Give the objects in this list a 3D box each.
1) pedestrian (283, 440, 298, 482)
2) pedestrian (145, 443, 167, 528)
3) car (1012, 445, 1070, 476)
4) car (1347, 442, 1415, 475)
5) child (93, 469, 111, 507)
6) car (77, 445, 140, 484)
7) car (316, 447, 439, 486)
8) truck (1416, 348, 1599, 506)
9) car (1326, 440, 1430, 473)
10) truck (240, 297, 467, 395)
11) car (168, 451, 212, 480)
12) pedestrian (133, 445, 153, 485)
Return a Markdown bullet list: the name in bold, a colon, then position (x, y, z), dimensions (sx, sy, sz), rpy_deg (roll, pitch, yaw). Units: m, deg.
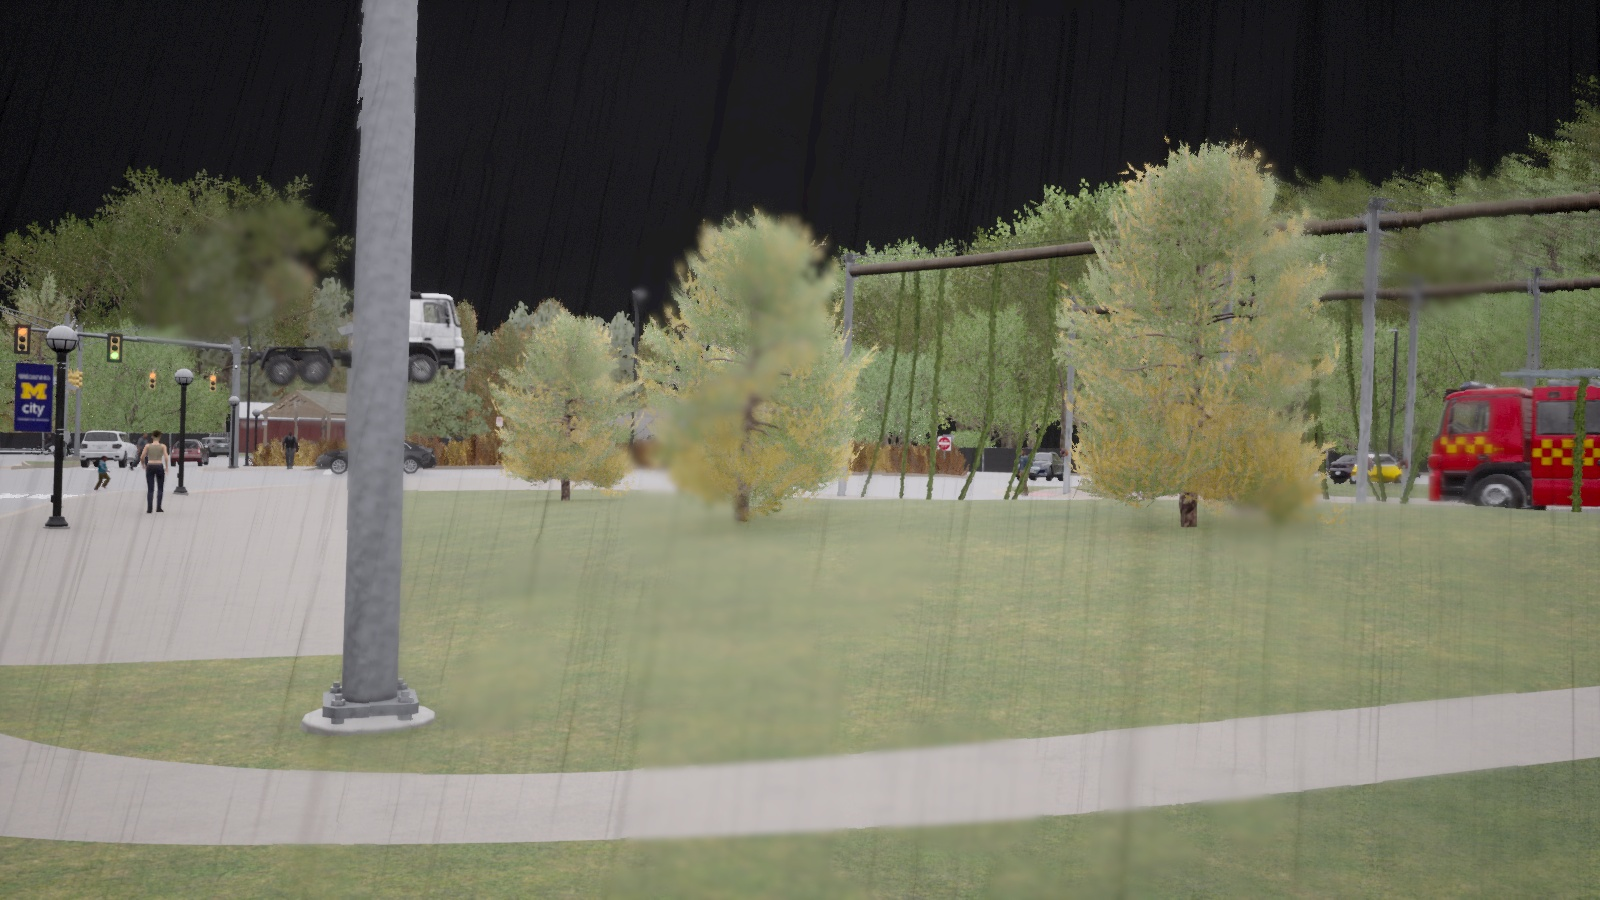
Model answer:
- **pedestrian**: position (-23.614, 0.504, 58.176), dimensions (0.563, 1.883, 0.849), rpy_deg (1, 0, -18)
- **pedestrian**: position (-14.153, 0.769, 27.617), dimensions (0.345, 1.836, 0.594), rpy_deg (1, 0, -20)
- **car**: position (13.353, 0.607, 69.432), dimensions (2.033, 1.649, 4.856), rpy_deg (-1, -1, 25)
- **car**: position (25.136, 0.347, 54.360), dimensions (2.207, 1.376, 1.481), rpy_deg (-1, 0, -9)
- **child**: position (-22.029, 1.190, 39.639), dimensions (0.448, 1.192, 0.343), rpy_deg (1, 0, -18)
- **car**: position (-38.547, 0.798, 70.136), dimensions (2.150, 2.045, 5.566), rpy_deg (-1, 0, -19)
- **car**: position (-18.054, 0.697, 53.746), dimensions (4.892, 1.490, 1.837), rpy_deg (-1, 1, -20)
- **truck**: position (20.427, -0.552, 31.430), dimensions (8.468, 3.827, 2.891), rpy_deg (-1, -1, 44)
- **car**: position (26.919, 0.291, 58.493), dimensions (4.193, 1.474, 1.816), rpy_deg (-1, 0, -15)
- **truck**: position (-17.327, -4.056, 48.915), dimensions (7.936, 3.462, 2.891), rpy_deg (-4, 4, -22)
- **car**: position (-36.864, 0.900, 75.985), dimensions (1.851, 1.617, 3.988), rpy_deg (-1, 1, -19)
- **pedestrian**: position (-30.172, 0.686, 57.655), dimensions (0.694, 1.848, 0.540), rpy_deg (1, 0, -16)
